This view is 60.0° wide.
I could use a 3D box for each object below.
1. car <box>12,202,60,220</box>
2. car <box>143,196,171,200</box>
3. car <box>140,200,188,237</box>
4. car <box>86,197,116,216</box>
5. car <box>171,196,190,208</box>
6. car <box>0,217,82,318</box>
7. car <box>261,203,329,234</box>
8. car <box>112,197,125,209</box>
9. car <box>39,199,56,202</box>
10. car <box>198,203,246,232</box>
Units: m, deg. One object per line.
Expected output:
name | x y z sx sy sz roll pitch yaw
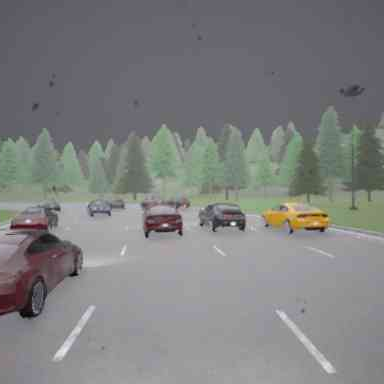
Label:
car | -9.316 1.555 19.995 1.994 1.385 4.181 -1 0 -13
car | -4.490 1.190 38.313 2.097 1.767 4.553 -1 1 -26
car | -1.697 1.397 17.868 1.882 1.535 5.008 0 0 -11
car | -8.922 1.470 31.586 2.033 1.411 5.357 -1 0 -22
car | -1.953 1.296 41.096 1.837 1.490 4.892 1 -1 -28
car | -3.771 1.527 7.193 1.812 1.442 4.674 0 0 -5
car | 5.386 1.317 18.071 1.882 1.535 5.008 0 0 -10
car | -9.834 1.372 40.856 2.128 1.511 4.902 -1 0 -32
car | -16.742 1.534 38.658 1.994 1.385 4.181 -1 0 -35
car | 1.608 1.378 19.192 1.837 1.490 4.892 0 0 -11
